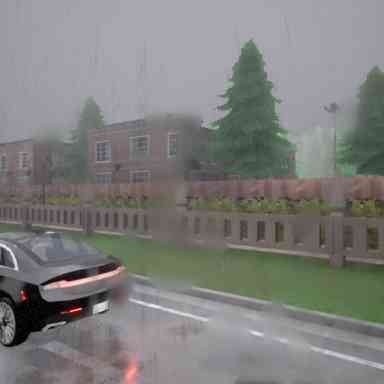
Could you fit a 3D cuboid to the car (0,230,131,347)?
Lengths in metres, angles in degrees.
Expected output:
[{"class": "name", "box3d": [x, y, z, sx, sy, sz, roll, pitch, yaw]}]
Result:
[{"class": "car", "box3d": [-3.317, 1.492, 6.340, 4.902, 1.511, 2.128, 0, 0, 36]}]
